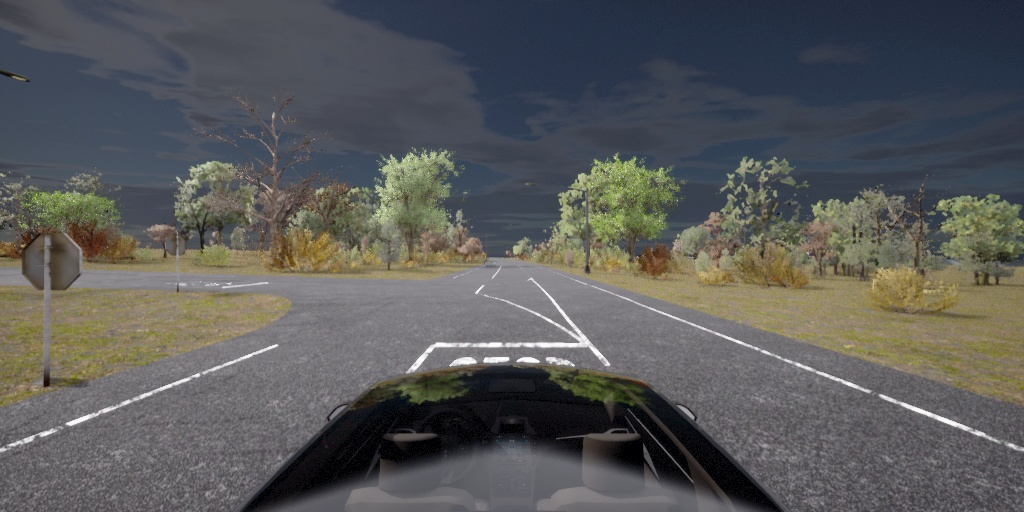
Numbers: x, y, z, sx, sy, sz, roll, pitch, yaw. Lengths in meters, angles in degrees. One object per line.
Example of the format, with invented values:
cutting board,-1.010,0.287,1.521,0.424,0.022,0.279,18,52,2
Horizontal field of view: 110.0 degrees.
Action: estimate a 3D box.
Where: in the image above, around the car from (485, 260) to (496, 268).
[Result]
car,-3.764,1.376,63.056,1.895,1.301,4.718,0,0,-1
